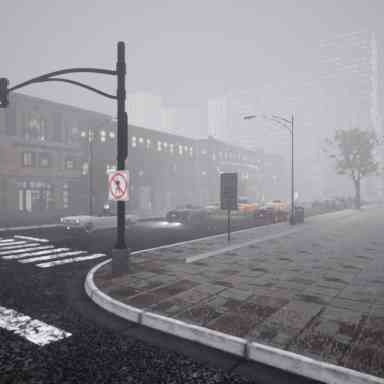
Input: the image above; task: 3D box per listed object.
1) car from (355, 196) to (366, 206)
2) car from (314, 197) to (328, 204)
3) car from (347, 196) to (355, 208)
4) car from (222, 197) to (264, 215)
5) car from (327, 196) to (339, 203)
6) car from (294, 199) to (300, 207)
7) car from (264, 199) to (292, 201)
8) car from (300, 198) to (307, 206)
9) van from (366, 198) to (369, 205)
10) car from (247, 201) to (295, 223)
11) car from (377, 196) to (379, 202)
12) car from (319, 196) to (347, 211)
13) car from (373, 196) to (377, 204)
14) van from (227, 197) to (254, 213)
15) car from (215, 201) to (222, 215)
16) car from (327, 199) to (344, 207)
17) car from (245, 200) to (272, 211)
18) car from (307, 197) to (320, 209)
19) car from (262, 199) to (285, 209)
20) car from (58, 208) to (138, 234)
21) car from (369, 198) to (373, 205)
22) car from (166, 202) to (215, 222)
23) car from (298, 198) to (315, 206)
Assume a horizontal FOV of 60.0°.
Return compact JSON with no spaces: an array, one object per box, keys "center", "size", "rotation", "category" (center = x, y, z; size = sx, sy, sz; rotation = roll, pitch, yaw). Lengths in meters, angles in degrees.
[{"center":[28.720,1.642,58.721],"size":[2.192,1.841,5.009],"rotation":[0,-1,35],"category":"car"},{"center":[28.219,1.828,72.579],"size":[1.967,1.590,4.097],"rotation":[0,-1,35],"category":"car"},{"center":[22.364,1.581,49.679],"size":[2.192,1.841,5.009],"rotation":[0,-1,35],"category":"car"},{"center":[5.539,1.507,35.783],"size":[2.097,1.767,4.553],"rotation":[0,0,35],"category":"car"},{"center":[34.575,1.893,81.621],"size":[1.967,1.590,4.097],"rotation":[0,-1,35],"category":"car"},{"center":[15.508,1.815,54.496],"size":[2.008,1.369,4.403],"rotation":[0,-1,35],"category":"car"},{"center":[11.412,1.684,44.082],"size":[1.882,1.535,5.008],"rotation":[0,0,36],"category":"car"},{"center":[18.686,1.846,59.016],"size":[2.008,1.369,4.403],"rotation":[0,-1,35],"category":"car"},{"center":[31.898,1.699,63.241],"size":[1.690,1.788,3.998],"rotation":[0,-1,35],"category":"van"},{"center":[6.519,1.670,27.044],"size":[1.887,1.381,4.507],"rotation":[0,0,35],"category":"car"},{"center":[41.431,2.037,76.801],"size":[1.802,1.307,4.206],"rotation":[0,-1,35],"category":"car"},{"center":[19.187,1.676,45.157],"size":[1.967,1.590,4.097],"rotation":[0,-1,35],"category":"car"},{"center":[38.352,1.948,72.420],"size":[1.752,1.417,4.829],"rotation":[0,-1,35],"category":"car"},{"center":[5.975,1.518,40.934],"size":[1.690,1.788,3.998],"rotation":[0,0,35],"category":"van"},{"center":[2.699,1.674,36.273],"size":[1.752,1.417,4.829],"rotation":[0,0,35],"category":"car"},{"center":[25.127,1.913,58.102],"size":[1.895,1.301,4.718],"rotation":[0,0,35],"category":"car"},{"center":[9.153,1.756,45.454],"size":[2.008,1.369,4.403],"rotation":[0,0,35],"category":"car"},{"center":[19.336,1.749,49.864],"size":[2.128,1.511,4.902],"rotation":[0,0,35],"category":"car"},{"center":[12.233,1.759,49.836],"size":[1.752,1.417,4.829],"rotation":[0,-1,35],"category":"car"},{"center":[-5.525,1.668,20.063],"size":[1.895,1.301,4.718],"rotation":[0,0,35],"category":"car"},{"center":[35.076,1.971,67.759],"size":[1.802,1.307,4.206],"rotation":[0,-1,35],"category":"car"},{"center":[-0.272,1.672,27.521],"size":[1.994,1.385,4.181],"rotation":[0,0,36],"category":"car"},{"center":[21.864,1.876,63.538],"size":[2.008,1.369,4.403],"rotation":[0,-1,35],"category":"car"}]
